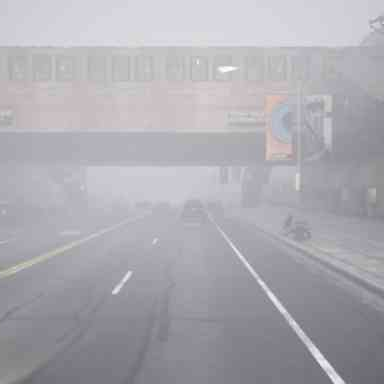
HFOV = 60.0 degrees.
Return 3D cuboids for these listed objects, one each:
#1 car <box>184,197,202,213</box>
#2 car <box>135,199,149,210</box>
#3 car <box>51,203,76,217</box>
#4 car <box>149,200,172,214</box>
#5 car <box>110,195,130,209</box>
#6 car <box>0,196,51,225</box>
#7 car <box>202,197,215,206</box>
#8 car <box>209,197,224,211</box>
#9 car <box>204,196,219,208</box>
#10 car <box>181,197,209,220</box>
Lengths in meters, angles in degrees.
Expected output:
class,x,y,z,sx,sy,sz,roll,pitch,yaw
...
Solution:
class,x,y,z,sx,sy,sz,roll,pitch,yaw
car,0.158,1.548,41.003,2.097,1.767,4.553,0,0,1
car,-6.958,1.706,47.645,1.882,1.535,5.008,0,0,0
car,-13.599,1.754,33.186,1.895,1.301,4.718,0,0,0
car,-3.302,1.730,37.961,2.033,1.411,5.357,0,0,0
car,-10.452,1.585,48.640,2.097,1.767,4.553,0,0,0
car,-13.556,1.352,25.792,2.435,2.045,5.566,0,0,0
car,3.035,1.776,61.611,2.097,1.535,5.008,0,0,0
car,3.135,1.695,44.410,2.231,1.521,4.892,0,0,10
car,3.173,1.619,55.186,2.185,1.767,4.553,0,0,0
car,0.128,1.493,29.442,2.097,1.767,4.553,0,0,1
